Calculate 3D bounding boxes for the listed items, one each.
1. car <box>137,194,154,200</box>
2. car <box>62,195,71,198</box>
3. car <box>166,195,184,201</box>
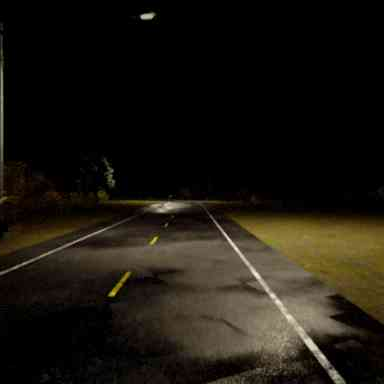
[{"bbox_3d":[-12.892,1.299,92.782,4.553,1.767,2.097,0,0,-2],"label":"car"},{"bbox_3d":[-30.776,1.395,85.246,4.902,1.511,2.128,0,0,-2],"label":"car"},{"bbox_3d":[-4.388,1.496,86.010,4.892,1.490,1.837,0,0,-1],"label":"car"}]
